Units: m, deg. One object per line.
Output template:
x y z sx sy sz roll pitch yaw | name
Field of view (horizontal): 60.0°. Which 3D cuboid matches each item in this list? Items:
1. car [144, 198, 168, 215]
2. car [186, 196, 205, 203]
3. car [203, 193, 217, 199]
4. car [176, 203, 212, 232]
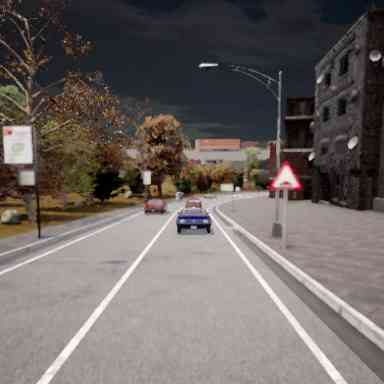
-3.502 1.415 32.778 1.882 1.535 5.008 0 0 1 | car
0.283 1.461 37.478 1.812 1.442 4.674 0 0 2 | car
3.856 0.844 72.555 1.895 1.301 4.718 2 2 21 | car
0.100 1.564 19.634 1.895 1.301 4.718 0 0 0 | car
